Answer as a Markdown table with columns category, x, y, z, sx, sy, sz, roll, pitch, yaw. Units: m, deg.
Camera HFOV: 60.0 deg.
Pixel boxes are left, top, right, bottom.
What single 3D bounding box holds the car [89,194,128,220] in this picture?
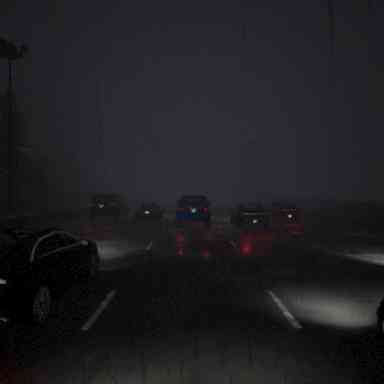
| category | x | y | z | sx | sy | sz | roll | pitch | yaw |
| --- | --- | --- | --- | --- | --- | --- | --- | --- | --- |
| car | -6.904 | 1.177 | 27.995 | 2.150 | 2.045 | 5.566 | 0 | 0 | 0 |

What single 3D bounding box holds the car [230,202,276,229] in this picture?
| category | x | y | z | sx | sy | sz | roll | pitch | yaw |
| --- | --- | --- | --- | --- | --- | --- | --- | --- | --- |
| car | 3.598 | 1.457 | 21.399 | 2.128 | 1.511 | 4.902 | 0 | 0 | 0 |

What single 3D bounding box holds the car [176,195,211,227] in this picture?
| category | x | y | z | sx | sy | sz | roll | pitch | yaw |
| --- | --- | --- | --- | --- | --- | --- | --- | --- | --- |
| car | 0.109 | 1.187 | 22.451 | 2.150 | 2.045 | 5.566 | 0 | 0 | 0 |

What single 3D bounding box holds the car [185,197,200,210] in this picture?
| category | x | y | z | sx | sy | sz | roll | pitch | yaw |
| --- | --- | --- | --- | --- | --- | --- | --- | --- | --- |
| car | 0.090 | 1.455 | 42.540 | 1.812 | 1.442 | 4.674 | 0 | 0 | 0 |

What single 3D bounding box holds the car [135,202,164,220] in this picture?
| category | x | y | z | sx | sy | sz | roll | pitch | yaw |
| --- | --- | --- | --- | --- | --- | --- | --- | --- | --- |
| car | -3.401 | 1.520 | 27.208 | 1.994 | 1.385 | 4.181 | 0 | 0 | 0 |

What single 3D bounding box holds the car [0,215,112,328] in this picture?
| category | x | y | z | sx | sy | sz | roll | pitch | yaw |
| --- | --- | --- | --- | --- | --- | --- | --- | --- | --- |
| car | -3.401 | 1.480 | 6.945 | 2.128 | 1.511 | 4.902 | 0 | 0 | 0 |

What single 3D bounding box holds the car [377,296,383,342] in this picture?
| category | x | y | z | sx | sy | sz | roll | pitch | yaw |
| --- | --- | --- | --- | --- | --- | --- | --- | --- | --- |
| car | 3.599 | 1.521 | 2.903 | 1.812 | 1.442 | 4.674 | 0 | 0 | 0 |

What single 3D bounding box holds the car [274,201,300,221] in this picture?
| category | x | y | z | sx | sy | sz | roll | pitch | yaw |
| --- | --- | --- | --- | --- | --- | --- | --- | --- | --- |
| car | 7.098 | 1.463 | 26.515 | 1.837 | 1.490 | 4.892 | 0 | 1 | 0 |
